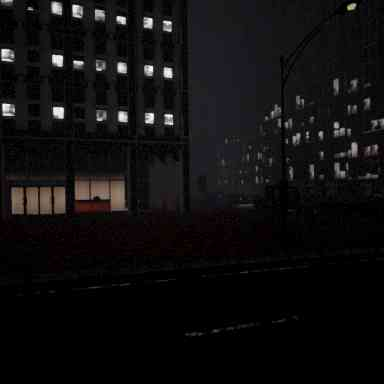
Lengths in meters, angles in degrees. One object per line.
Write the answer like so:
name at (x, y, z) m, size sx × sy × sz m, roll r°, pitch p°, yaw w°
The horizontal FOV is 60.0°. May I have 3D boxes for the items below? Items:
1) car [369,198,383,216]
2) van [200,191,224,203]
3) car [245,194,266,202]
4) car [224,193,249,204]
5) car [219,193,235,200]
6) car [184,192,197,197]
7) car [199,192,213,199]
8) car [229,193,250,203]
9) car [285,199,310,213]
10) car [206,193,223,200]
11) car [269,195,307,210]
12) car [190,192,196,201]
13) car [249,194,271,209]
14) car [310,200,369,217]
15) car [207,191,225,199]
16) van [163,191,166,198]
car at (16.159, 1.322, 28.149) m, size 1.882 × 1.535 × 5.008 m, roll -1°, pitch 1°, yaw -20°
van at (3.308, 0.952, 56.071) m, size 1.690 × 1.788 × 3.998 m, roll 0°, pitch 1°, yaw -20°
car at (11.188, 1.059, 58.924) m, size 1.802 × 1.307 × 4.206 m, roll 0°, pitch 1°, yaw -20°
car at (7.446, 0.967, 52.326) m, size 2.097 × 1.767 × 4.553 m, roll -1°, pitch 1°, yaw -20°
car at (7.320, 0.953, 69.614) m, size 1.802 × 1.307 × 4.206 m, roll 0°, pitch 1°, yaw -20°
car at (-0.418, 0.709, 90.990) m, size 2.008 × 1.369 × 4.403 m, roll 0°, pitch 1°, yaw -20°
car at (3.450, 0.705, 80.300) m, size 1.967 × 1.590 × 4.097 m, roll 0°, pitch 1°, yaw -20°
car at (8.373, 1.034, 59.070) m, size 1.812 × 1.442 × 4.674 m, roll -1°, pitch 1°, yaw -20°
car at (10.940, 1.399, 34.661) m, size 1.802 × 1.307 × 4.206 m, roll 0°, pitch 1°, yaw -20°
car at (4.559, 0.930, 69.609) m, size 1.812 × 1.442 × 4.674 m, roll -1°, pitch 1°, yaw -20°
car at (11.638, 1.203, 40.648) m, size 1.882 × 1.535 × 5.008 m, roll -1°, pitch 1°, yaw -20°
car at (-0.560, 1.056, 66.763) m, size 2.008 × 1.369 × 4.403 m, roll 0°, pitch 1°, yaw -20°
car at (9.061, 1.331, 40.025) m, size 1.947 × 1.339 × 4.313 m, roll 0°, pitch 1°, yaw -20°
car at (12.858, 1.434, 29.309) m, size 1.947 × 1.339 × 4.313 m, roll 0°, pitch 1°, yaw -20°
car at (5.384, 0.633, 74.955) m, size 2.192 × 1.841 × 5.009 m, roll 0°, pitch 1°, yaw -20°
van at (-6.364, 0.687, 82.793) m, size 1.690 × 1.788 × 3.998 m, roll 0°, pitch 1°, yaw -20°
